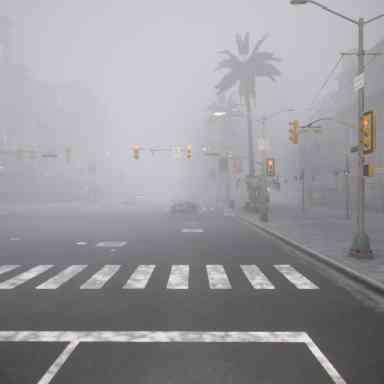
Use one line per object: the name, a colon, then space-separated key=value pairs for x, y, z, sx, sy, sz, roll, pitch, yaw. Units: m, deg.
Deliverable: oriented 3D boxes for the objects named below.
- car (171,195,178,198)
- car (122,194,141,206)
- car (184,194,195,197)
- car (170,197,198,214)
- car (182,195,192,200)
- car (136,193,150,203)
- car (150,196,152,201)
car: x=-3.430 y=1.560 z=70.231 sx=1.994 sy=1.385 sz=4.181 roll=0 pitch=0 yaw=0
car: x=-10.538 y=1.547 z=56.742 sx=2.033 sy=1.411 sz=5.357 roll=0 pitch=0 yaw=1
car: x=-0.135 y=1.355 z=85.369 sx=2.097 sy=1.767 sz=4.553 roll=0 pitch=0 yaw=-4
car: x=-0.810 y=1.564 z=35.079 sx=1.994 sy=1.385 sz=4.181 roll=0 pitch=0 yaw=18
car: x=-1.384 y=1.553 z=95.572 sx=1.994 sy=1.385 sz=4.181 roll=0 pitch=0 yaw=-12
car: x=-10.510 y=1.221 z=66.989 sx=2.150 sy=2.045 sz=5.566 roll=0 pitch=0 yaw=0
car: x=-10.498 y=1.478 z=77.441 sx=1.882 sy=1.535 sz=5.008 roll=0 pitch=0 yaw=0
